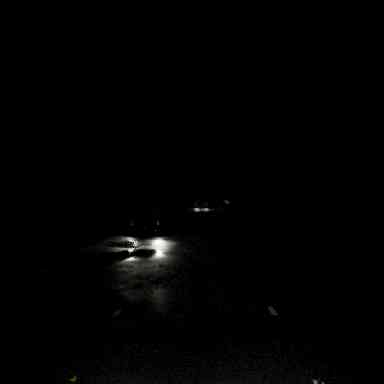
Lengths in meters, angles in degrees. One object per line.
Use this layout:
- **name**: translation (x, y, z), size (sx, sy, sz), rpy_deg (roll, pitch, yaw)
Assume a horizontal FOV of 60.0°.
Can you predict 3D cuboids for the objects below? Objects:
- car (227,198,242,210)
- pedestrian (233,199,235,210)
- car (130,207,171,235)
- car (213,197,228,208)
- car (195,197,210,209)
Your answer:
- **car**: translation (6.984, 2.057, 52.665), size (1.970, 1.475, 3.806), rpy_deg (0, -1, 8)
- **pedestrian**: translation (7.024, 1.961, 55.046), size (0.375, 1.860, 0.375), rpy_deg (-1, 0, -7)
- **car**: translation (-2.470, 1.697, 20.550), size (1.882, 1.535, 5.008), rpy_deg (0, -1, 3)
- **car**: translation (5.223, 2.191, 63.479), size (2.097, 1.767, 4.553), rpy_deg (0, -1, 11)
- **car**: translation (1.990, 1.998, 61.581), size (2.150, 2.045, 5.566), rpy_deg (0, -1, 10)
